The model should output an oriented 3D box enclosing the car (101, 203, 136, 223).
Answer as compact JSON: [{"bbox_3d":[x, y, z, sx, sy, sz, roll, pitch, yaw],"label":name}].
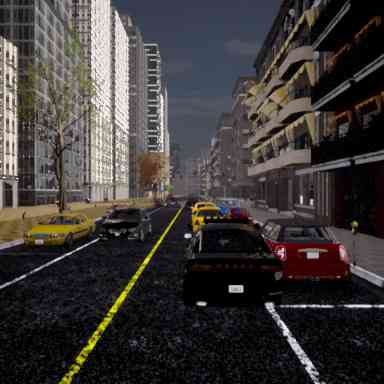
[{"bbox_3d":[-5.647,1.593,25.986,1.802,1.307,4.206,0,0,0],"label":"car"}]

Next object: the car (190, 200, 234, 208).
[{"bbox_3d":[0.932,1.461,18.235,1.801,1.575,5.366,0,0,0],"label":"car"}]

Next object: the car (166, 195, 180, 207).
[{"bbox_3d":[-2.912,1.558,52.118,1.812,1.442,4.674,0,0,0],"label":"car"}]

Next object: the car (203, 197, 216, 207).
[{"bbox_3d":[2.780,1.585,53.635,2.008,1.369,4.403,0,0,0],"label":"car"}]

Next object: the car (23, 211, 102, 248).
[{"bbox_3d":[-5.665,1.529,14.750,1.752,1.417,4.829,0,0,0],"label":"car"}]

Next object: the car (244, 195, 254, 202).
[{"bbox_3d":[13.549,1.403,73.023,4.403,1.369,2.008,-1,1,0],"label":"car"}]

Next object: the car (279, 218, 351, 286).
[{"bbox_3d":[2.706,1.442,9.373,1.967,1.590,4.097,0,0,0],"label":"car"}]

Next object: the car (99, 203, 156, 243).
[{"bbox_3d":[-3.072,1.509,16.129,1.837,1.490,4.892,0,0,0],"label":"car"}]

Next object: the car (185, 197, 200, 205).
[{"bbox_3d":[0.131,1.642,59.166,1.895,1.301,4.718,0,0,8],"label":"car"}]

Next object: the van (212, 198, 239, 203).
[{"bbox_3d":[2.734,1.352,25.971,1.690,1.788,3.998,0,0,0],"label":"van"}]

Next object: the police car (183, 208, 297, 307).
[{"bbox_3d":[0.823,1.427,8.180,1.930,1.638,5.238,0,0,2],"label":"police car"}]

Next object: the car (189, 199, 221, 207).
[{"bbox_3d":[0.941,1.488,24.046,1.882,1.535,5.008,0,0,0],"label":"car"}]

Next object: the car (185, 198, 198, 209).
[{"bbox_3d":[0.112,1.504,46.090,1.882,1.535,5.008,0,0,0],"label":"car"}]

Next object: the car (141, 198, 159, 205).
[{"bbox_3d":[-5.619,1.548,42.414,1.752,1.417,4.829,0,0,0],"label":"car"}]

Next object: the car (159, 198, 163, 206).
[{"bbox_3d":[-5.600,1.579,53.649,1.887,1.381,4.507,0,0,0],"label":"car"}]

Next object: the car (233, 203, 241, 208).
[{"bbox_3d":[2.724,1.589,20.439,1.802,1.307,4.206,0,0,0],"label":"car"}]
